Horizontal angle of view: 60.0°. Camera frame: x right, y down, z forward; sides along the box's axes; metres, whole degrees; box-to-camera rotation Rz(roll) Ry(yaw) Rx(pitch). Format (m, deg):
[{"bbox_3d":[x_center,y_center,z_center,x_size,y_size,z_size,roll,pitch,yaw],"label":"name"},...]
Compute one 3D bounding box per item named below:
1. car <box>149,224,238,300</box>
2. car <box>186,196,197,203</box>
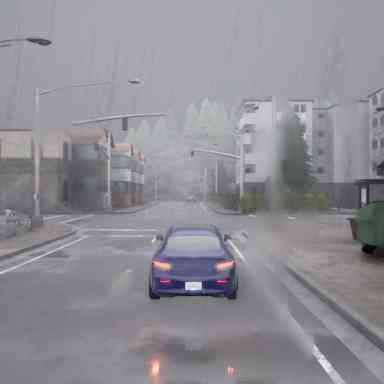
[{"bbox_3d":[0.040,1.526,8.290,1.812,1.442,4.674,0,0,0],"label":"car"},{"bbox_3d":[-0.143,1.526,66.933,1.812,1.442,4.674,0,0,0],"label":"car"}]
